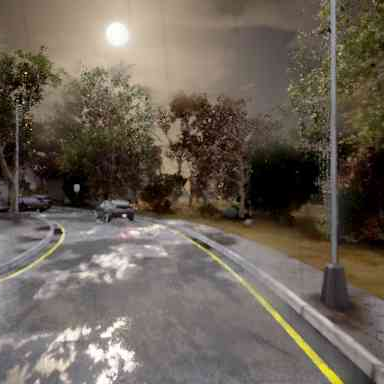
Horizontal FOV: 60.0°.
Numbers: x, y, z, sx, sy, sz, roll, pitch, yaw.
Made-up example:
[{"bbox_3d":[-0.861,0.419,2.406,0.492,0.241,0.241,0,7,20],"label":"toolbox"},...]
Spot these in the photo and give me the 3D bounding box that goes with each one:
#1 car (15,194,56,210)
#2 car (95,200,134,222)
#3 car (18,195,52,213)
[{"bbox_3d":[-17.318,1.027,36.691,4.902,1.511,2.128,2,2,40],"label":"car"},{"bbox_3d":[-5.758,1.330,24.420,1.837,1.490,4.892,1,0,-30],"label":"car"},{"bbox_3d":[-15.811,1.199,31.868,5.357,1.411,2.033,2,1,44],"label":"car"}]
